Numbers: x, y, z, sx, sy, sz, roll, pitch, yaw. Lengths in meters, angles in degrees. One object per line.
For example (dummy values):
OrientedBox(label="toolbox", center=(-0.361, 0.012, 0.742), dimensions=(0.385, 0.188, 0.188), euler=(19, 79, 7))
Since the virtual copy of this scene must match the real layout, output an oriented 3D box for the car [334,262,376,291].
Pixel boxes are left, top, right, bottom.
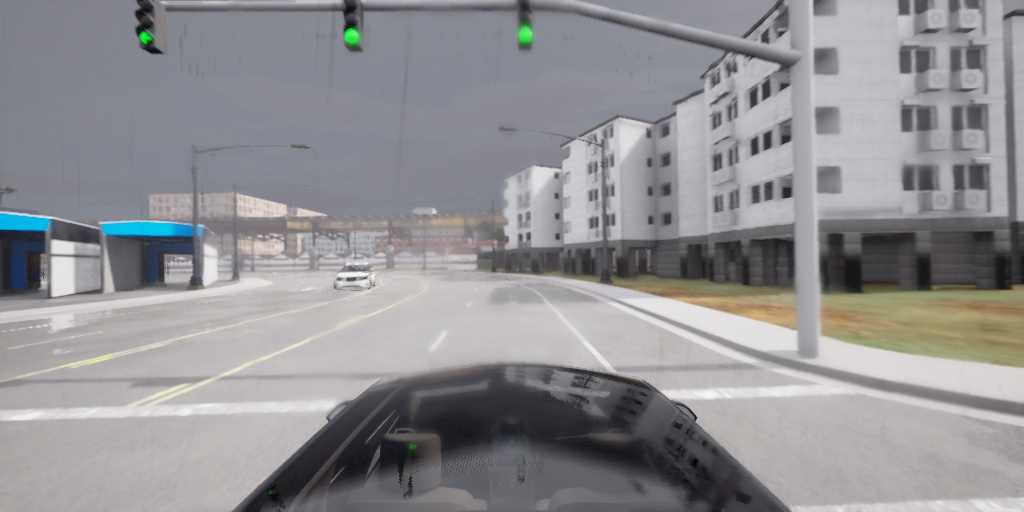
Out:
OrientedBox(label="car", center=(-11.540, 1.501, 26.848), dimensions=(2.150, 2.045, 5.566), euler=(-1, 1, -15))
